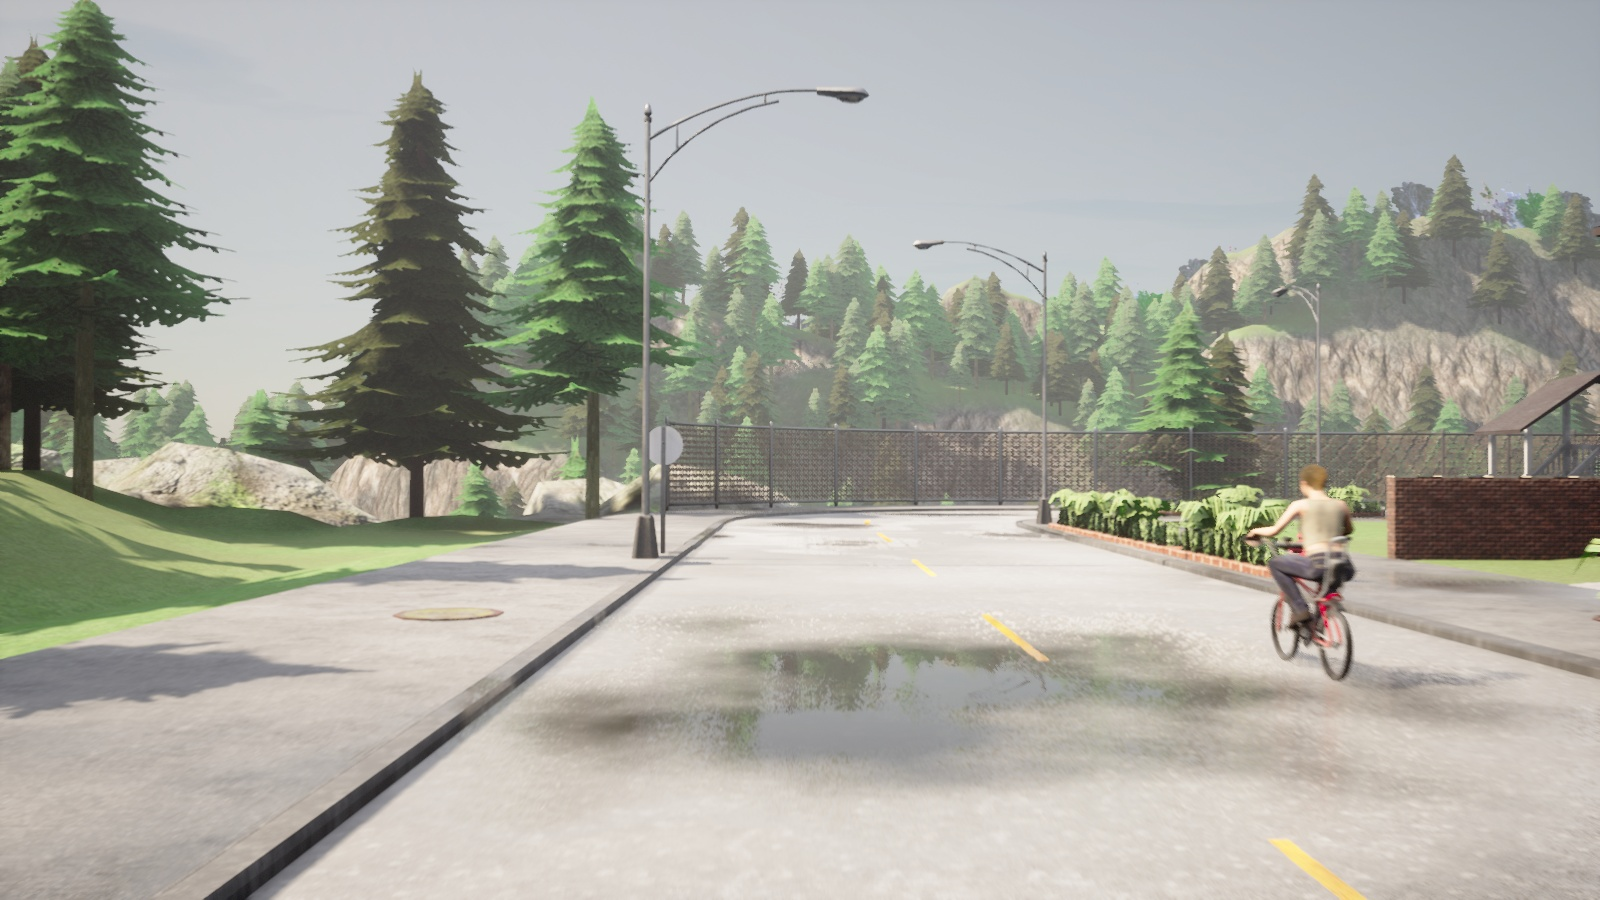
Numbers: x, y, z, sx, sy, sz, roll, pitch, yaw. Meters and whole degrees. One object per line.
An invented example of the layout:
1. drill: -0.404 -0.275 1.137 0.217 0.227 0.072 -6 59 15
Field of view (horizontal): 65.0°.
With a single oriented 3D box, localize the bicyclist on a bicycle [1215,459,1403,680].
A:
1. bicyclist on a bicycle: 3.976 0.889 9.952 0.866 1.612 1.509 0 -1 0
